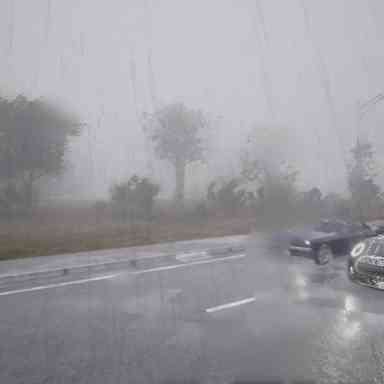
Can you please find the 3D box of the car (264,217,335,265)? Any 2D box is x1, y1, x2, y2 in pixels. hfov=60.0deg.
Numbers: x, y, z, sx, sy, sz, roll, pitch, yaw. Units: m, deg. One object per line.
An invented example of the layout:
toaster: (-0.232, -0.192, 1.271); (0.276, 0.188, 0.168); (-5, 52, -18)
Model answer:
car: (4.741, 1.558, 11.593); (4.718, 1.301, 1.895); (0, 0, -35)

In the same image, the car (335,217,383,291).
car: (5.803, 1.313, 8.063); (4.553, 1.767, 2.097); (0, 0, -35)
